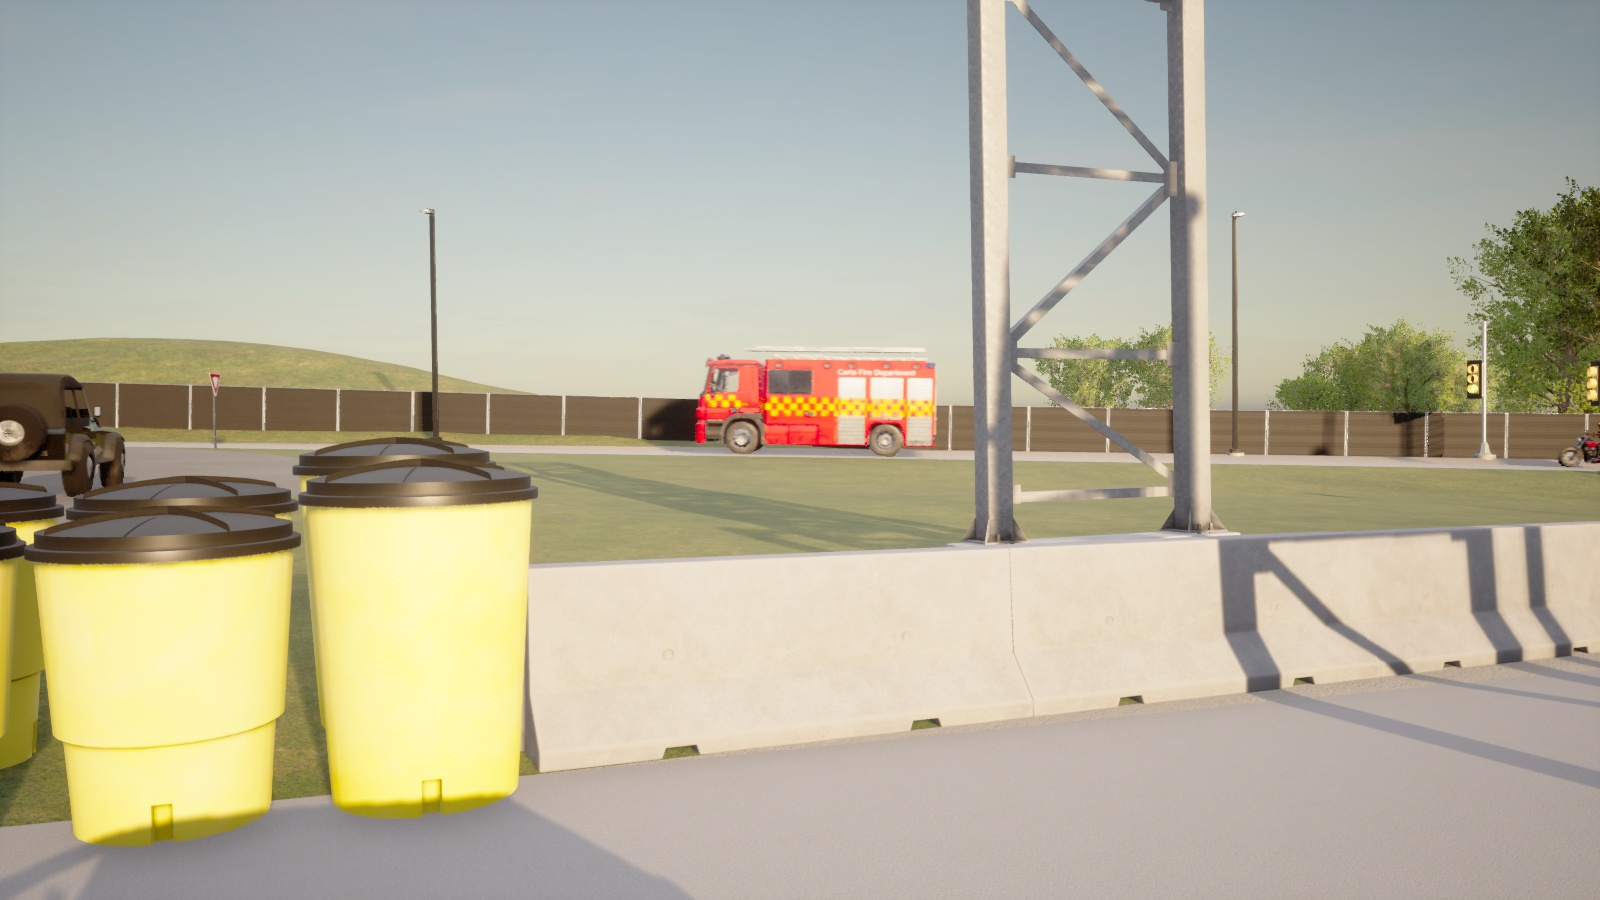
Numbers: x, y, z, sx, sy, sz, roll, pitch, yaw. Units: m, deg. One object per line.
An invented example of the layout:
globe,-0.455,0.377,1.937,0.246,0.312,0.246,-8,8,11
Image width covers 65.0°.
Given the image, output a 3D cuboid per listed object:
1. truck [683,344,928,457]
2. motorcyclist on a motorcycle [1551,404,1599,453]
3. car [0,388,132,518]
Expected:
truck,0.276,-1.741,44.877,8.468,3.827,2.891,0,2,4
motorcyclist on a motorcycle,27.160,-0.743,43.046,2.350,1.649,0.766,0,2,4
car,-12.170,0.000,20.067,1.905,1.878,3.866,-1,2,-17
